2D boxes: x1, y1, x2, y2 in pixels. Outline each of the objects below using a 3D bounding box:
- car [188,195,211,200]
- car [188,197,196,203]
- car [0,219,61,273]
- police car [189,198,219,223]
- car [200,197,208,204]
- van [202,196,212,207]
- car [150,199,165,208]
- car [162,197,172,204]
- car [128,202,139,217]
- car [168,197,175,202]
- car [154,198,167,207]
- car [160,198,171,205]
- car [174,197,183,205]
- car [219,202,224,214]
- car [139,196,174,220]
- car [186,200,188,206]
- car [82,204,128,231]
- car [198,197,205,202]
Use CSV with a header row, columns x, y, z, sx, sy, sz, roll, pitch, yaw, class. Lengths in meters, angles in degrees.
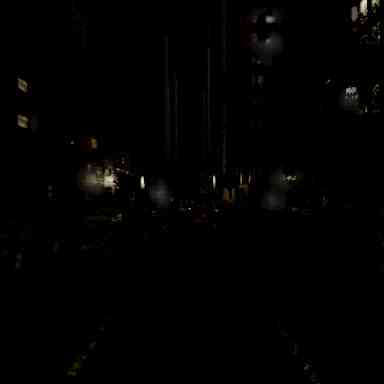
x,y,z,sx,sy,sz,roll,pitch,yaw,class
0.901,1.463,43.387,2.150,2.045,5.566,0,0,0,car
0.002,1.908,77.801,1.994,1.385,4.181,0,0,0,car
-5.693,1.607,10.715,2.008,1.369,4.403,0,0,0,car
0.900,1.574,27.467,1.930,1.638,5.238,0,0,0,police car
2.688,1.971,77.176,1.752,1.417,4.829,0,0,0,car
2.686,1.682,60.436,1.690,1.788,3.998,0,0,0,van
-5.693,1.858,54.907,2.008,1.369,4.403,0,0,0,car
-5.692,1.885,77.004,1.967,1.590,4.097,0,0,0,car
-5.693,1.729,32.812,2.008,1.369,4.403,0,0,0,car
-5.692,2.132,93.575,1.802,1.307,4.206,0,0,0,car
-5.693,1.886,60.431,1.887,1.381,4.507,0,0,0,car
-5.692,1.976,71.479,1.947,1.339,4.313,0,0,0,car
-2.998,1.757,71.082,2.097,1.767,4.553,0,0,0,car
2.688,1.760,38.338,2.008,1.369,4.403,0,0,0,car
-3.096,1.387,30.189,2.150,2.045,5.566,0,-1,0,car
0.001,1.860,62.801,1.837,1.490,4.892,0,0,0,car
-5.693,1.640,21.592,1.752,1.417,4.829,0,0,0,car
2.688,2.101,93.579,2.008,1.369,4.403,0,0,0,car
